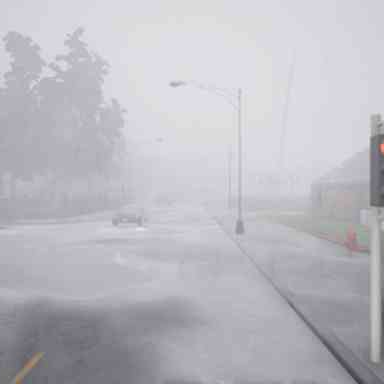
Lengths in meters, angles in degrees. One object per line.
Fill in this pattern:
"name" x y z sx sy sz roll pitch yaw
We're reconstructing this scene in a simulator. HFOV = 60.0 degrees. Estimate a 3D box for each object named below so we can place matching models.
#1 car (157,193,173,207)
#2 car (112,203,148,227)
"car" -4.275 1.205 52.562 2.150 2.045 5.566 0 0 0
"car" -4.198 1.518 23.154 1.812 1.442 4.674 0 0 0
